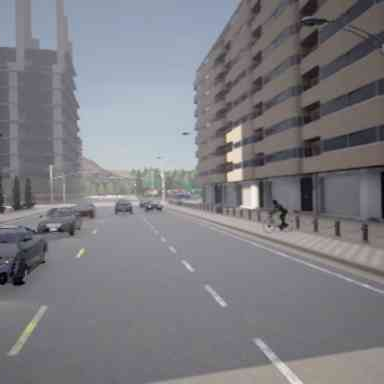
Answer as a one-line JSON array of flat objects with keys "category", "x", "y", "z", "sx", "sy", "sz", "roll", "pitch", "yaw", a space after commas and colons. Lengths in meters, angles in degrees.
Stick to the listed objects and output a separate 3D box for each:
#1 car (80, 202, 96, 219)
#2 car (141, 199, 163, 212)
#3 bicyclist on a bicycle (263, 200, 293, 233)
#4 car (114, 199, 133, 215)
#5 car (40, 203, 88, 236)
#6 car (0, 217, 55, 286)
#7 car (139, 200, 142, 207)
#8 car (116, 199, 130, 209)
[{"category": "car", "x": -10.171, "y": 1.699, "z": 31.504, "sx": 1.882, "sy": 1.535, "sz": 5.008, "roll": -1, "pitch": 0, "yaw": -12}, {"category": "car", "x": -4.708, "y": 1.698, "z": 40.064, "sx": 1.895, "sy": 1.301, "sz": 4.718, "roll": -1, "pitch": 0, "yaw": -12}, {"category": "bicyclist on a bicycle", "x": 4.259, "y": 1.203, "z": 16.467, "sx": 1.656, "sy": 1.620, "sz": 0.582, "roll": -2, "pitch": 0, "yaw": -12}, {"category": "car", "x": -7.619, "y": 1.654, "z": 37.156, "sx": 2.128, "sy": 1.511, "sz": 4.902, "roll": -1, "pitch": 0, "yaw": -12}, {"category": "car", "x": -7.600, "y": 1.658, "z": 19.433, "sx": 2.128, "sy": 1.511, "sz": 4.902, "roll": -1, "pitch": 0, "yaw": -12}, {"category": "car", "x": -5.458, "y": 1.684, "z": 9.431, "sx": 1.994, "sy": 1.385, "sz": 4.181, "roll": -1, "pitch": 0, "yaw": -12}, {"category": "car", "x": -6.858, "y": 1.744, "z": 49.854, "sx": 1.895, "sy": 1.301, "sz": 4.718, "roll": -1, "pitch": 0, "yaw": -12}, {"category": "car", "x": -10.542, "y": 1.772, "z": 50.749, "sx": 2.033, "sy": 1.411, "sz": 5.357, "roll": -1, "pitch": 0, "yaw": -12}]
